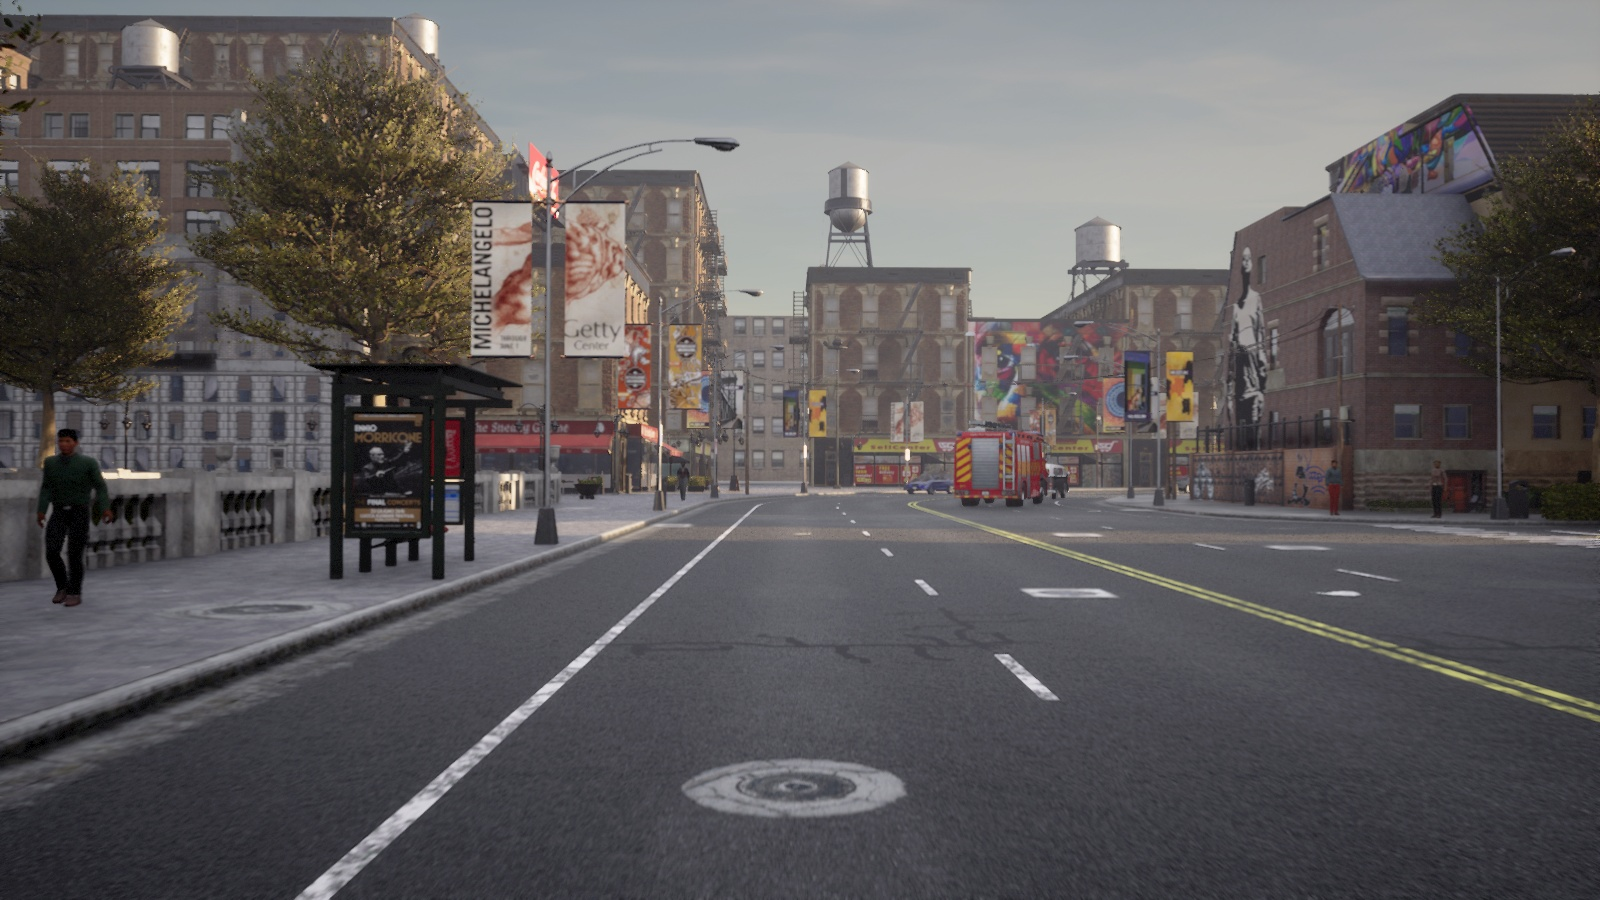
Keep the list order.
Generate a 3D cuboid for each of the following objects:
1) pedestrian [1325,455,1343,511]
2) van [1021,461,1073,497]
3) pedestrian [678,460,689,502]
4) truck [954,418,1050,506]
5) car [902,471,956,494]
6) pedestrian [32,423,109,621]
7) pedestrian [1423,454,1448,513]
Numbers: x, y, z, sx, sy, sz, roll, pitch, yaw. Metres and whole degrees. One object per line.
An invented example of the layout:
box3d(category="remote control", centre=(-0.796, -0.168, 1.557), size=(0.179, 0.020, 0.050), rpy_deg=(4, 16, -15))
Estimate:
box3d(category="pedestrian", centre=(17.718, 1.090, 41.668), size=(0.353, 1.847, 0.614), rpy_deg=(0, -1, 3))
box3d(category="van", centre=(14.508, 1.698, 73.651), size=(2.069, 2.038, 4.480), rpy_deg=(-1, -1, 24))
box3d(category="pedestrian", centre=(-5.394, 1.454, 58.103), size=(0.402, 1.930, 0.666), rpy_deg=(0, -1, 2))
box3d(category="truck", centre=(9.720, 0.596, 59.573), size=(2.891, 3.827, 8.468), rpy_deg=(-1, -1, 20))
box3d(category="car", centre=(8.760, 2.197, 84.857), size=(1.816, 1.474, 4.193), rpy_deg=(-1, -1, 35))
box3d(category="pedestrian", centre=(-7.395, 0.712, 12.749), size=(0.423, 1.949, 0.788), rpy_deg=(0, -1, -10))
box3d(category="pedestrian", centre=(20.022, 1.045, 39.555), size=(0.634, 1.846, 0.331), rpy_deg=(0, -1, -20))
